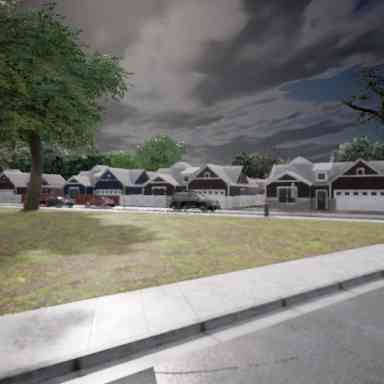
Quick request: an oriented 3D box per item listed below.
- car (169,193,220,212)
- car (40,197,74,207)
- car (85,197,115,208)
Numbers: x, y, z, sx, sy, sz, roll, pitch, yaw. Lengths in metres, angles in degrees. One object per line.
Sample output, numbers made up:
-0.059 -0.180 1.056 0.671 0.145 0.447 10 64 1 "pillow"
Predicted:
0.236 1.080 35.544 5.566 2.045 2.150 0 0 28 "car"
-17.999 1.354 45.108 4.181 1.385 1.994 0 0 27 "car"
-12.532 1.376 45.438 4.181 1.385 1.994 0 0 28 "car"
